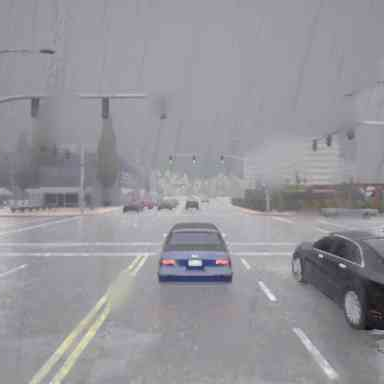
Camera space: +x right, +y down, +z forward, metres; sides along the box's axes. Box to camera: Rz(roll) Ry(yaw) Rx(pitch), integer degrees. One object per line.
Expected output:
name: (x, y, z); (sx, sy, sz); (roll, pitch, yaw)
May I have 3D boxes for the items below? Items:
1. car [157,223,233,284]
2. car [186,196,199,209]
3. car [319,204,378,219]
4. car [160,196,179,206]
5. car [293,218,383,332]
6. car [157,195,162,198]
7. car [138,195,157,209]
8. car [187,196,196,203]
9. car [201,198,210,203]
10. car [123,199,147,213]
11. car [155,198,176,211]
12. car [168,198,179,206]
car: (0.071, 1.611, 9.755); (2.033, 1.411, 5.357); (0, 0, 0)
car: (0.020, 1.815, 52.289); (1.882, 1.535, 5.008); (0, 0, 0)
car: (14.397, 1.799, 30.790); (4.718, 1.301, 1.895); (0, 0, 1)
car: (-3.678, 1.852, 55.844); (2.128, 1.511, 4.902); (0, 0, 0)
car: (3.567, 1.552, 6.886); (1.837, 1.490, 4.892); (0, 0, 0)
car: (-7.163, 1.745, 60.845); (2.097, 1.767, 4.553); (0, 0, 0)
car: (-7.174, 1.550, 50.919); (2.150, 2.045, 5.566); (0, 0, 0)
car: (-0.139, 1.891, 83.166); (2.097, 1.767, 4.553); (0, 0, 0)
car: (3.360, 2.091, 83.563); (1.994, 1.385, 4.181); (0, 0, 0)
car: (-7.216, 1.867, 41.273); (1.895, 1.301, 4.718); (0, 0, 1)
car: (-3.676, 1.901, 46.573); (1.895, 1.301, 4.718); (0, 0, 0)
car: (-3.638, 1.988, 65.710); (1.994, 1.385, 4.181); (0, 0, 0)
